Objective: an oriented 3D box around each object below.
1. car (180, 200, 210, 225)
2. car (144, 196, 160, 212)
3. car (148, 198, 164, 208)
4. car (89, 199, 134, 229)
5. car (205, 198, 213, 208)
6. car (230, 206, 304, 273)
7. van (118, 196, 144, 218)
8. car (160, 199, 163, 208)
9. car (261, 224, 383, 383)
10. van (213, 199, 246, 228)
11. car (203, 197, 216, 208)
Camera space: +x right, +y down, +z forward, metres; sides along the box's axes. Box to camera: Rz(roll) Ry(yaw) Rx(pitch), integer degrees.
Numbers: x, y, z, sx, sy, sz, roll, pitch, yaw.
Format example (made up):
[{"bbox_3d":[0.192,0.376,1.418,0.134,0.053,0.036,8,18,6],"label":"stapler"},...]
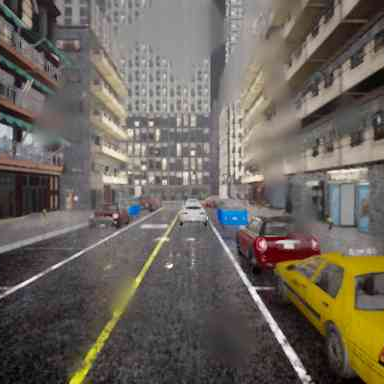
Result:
[{"bbox_3d":[0.094,1.546,23.941,1.812,1.442,4.674,0,0,0],"label":"car"},{"bbox_3d":[-5.334,1.346,38.435,2.192,1.841,5.009,-1,0,0],"label":"car"},{"bbox_3d":[-5.334,1.583,49.533,1.887,1.381,4.507,-1,0,0],"label":"car"},{"bbox_3d":[-5.330,1.459,21.787,1.967,1.590,4.097,-1,0,0],"label":"car"},{"bbox_3d":[2.547,1.579,44.005,1.887,1.381,4.507,-1,0,0],"label":"car"},{"bbox_3d":[2.553,1.450,10.710,1.967,1.590,4.097,-1,0,0],"label":"car"},{"bbox_3d":[-5.332,1.364,27.336,1.690,1.788,3.998,-1,0,0],"label":"van"},{"bbox_3d":[-5.333,1.601,43.984,1.947,1.339,4.313,-1,0,0],"label":"car"},{"bbox_3d":[2.555,1.530,5.331,1.752,1.417,4.829,-1,0,0],"label":"car"},{"bbox_3d":[2.549,1.360,21.808,1.690,1.788,3.998,-1,0,0],"label":"van"},{"bbox_3d":[2.546,1.564,49.724,1.752,1.417,4.829,-1,0,0],"label":"car"}]
